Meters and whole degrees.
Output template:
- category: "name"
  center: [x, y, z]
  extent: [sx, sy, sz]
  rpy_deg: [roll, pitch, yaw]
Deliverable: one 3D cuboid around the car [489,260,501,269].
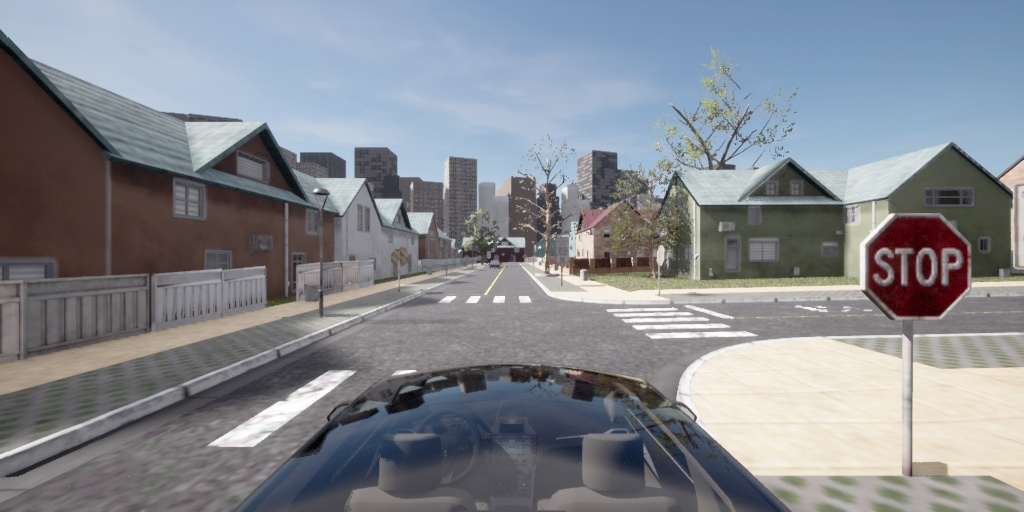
- category: "car"
  center: [-2.750, 1.368, 58.713]
  extent: [2.033, 1.411, 5.357]
  rpy_deg: [0, 0, 0]
